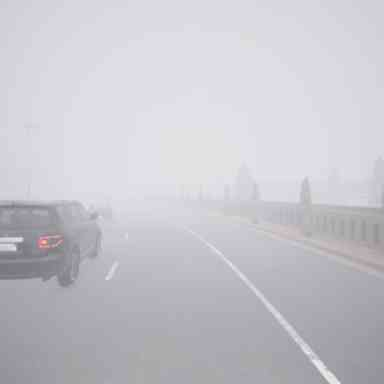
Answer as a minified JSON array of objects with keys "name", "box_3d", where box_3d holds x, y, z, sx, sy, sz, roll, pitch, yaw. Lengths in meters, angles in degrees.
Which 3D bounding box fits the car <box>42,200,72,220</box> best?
[{"name":"car","box_3d":[-12.058,1.501,29.947,2.128,1.511,4.902,0,0,-18]}]

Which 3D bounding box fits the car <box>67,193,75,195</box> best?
[{"name":"car","box_3d":[-24.663,1.227,68.483,2.150,2.045,5.566,-1,0,-41]}]

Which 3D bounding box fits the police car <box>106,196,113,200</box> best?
[{"name":"police car","box_3d":[-14.396,1.386,54.296,1.930,1.638,5.238,-1,0,-31]}]

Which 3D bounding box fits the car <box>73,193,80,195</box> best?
[{"name":"car","box_3d":[-20.504,1.488,63.315,1.837,1.490,4.892,-1,0,-37]}]

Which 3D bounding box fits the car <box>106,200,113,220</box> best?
[{"name":"car","box_3d":[-7.555,1.584,27.358,1.895,1.301,4.718,0,0,-16]}]

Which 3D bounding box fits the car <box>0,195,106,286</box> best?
[{"name":"car","box_3d":[-4.054,1.220,9.441,2.150,2.045,5.566,0,0,-6]}]
